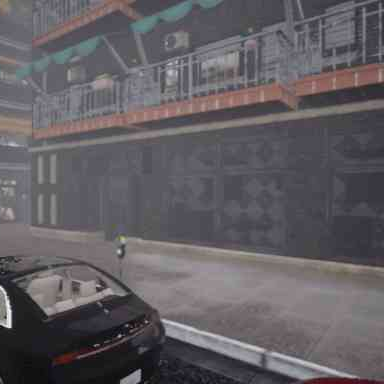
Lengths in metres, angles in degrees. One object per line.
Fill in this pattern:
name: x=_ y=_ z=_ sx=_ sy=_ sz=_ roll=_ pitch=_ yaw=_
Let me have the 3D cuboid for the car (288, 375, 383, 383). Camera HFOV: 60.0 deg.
car: x=2.148 y=1.588 z=1.193 sx=4.206 sy=1.307 sz=1.802 roll=0 pitch=0 yaw=35

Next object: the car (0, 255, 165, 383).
car: x=-2.354 y=1.527 z=4.398 sx=4.403 sy=1.369 sz=2.008 roll=0 pitch=0 yaw=35
